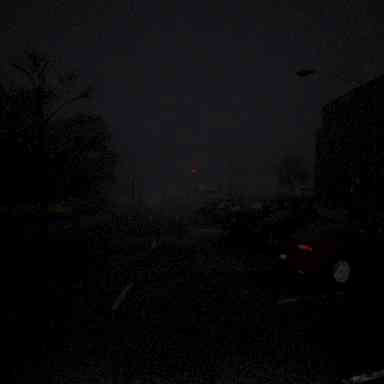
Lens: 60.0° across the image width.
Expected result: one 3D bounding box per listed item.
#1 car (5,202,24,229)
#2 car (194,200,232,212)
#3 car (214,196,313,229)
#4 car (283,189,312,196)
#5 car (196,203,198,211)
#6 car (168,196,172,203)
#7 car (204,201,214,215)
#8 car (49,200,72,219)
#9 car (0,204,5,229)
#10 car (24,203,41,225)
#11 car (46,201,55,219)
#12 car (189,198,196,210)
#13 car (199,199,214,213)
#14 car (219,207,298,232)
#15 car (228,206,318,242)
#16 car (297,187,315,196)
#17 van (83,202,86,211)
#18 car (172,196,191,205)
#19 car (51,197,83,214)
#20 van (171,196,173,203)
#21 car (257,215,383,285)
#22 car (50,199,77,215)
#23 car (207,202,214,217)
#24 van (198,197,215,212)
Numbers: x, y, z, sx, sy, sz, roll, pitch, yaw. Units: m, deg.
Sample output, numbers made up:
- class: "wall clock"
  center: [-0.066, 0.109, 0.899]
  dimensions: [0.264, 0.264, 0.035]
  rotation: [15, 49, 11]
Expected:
- class: "car"
  center: [-13.960, 1.589, 22.013]
  dimensions: [4.553, 1.767, 2.185]
  rotation: [-1, 0, -22]
- class: "car"
  center: [2.934, 1.914, 45.722]
  dimensions: [4.792, 1.488, 2.163]
  rotation: [1, -1, -25]
- class: "car"
  center: [4.420, 1.391, 18.606]
  dimensions: [5.566, 2.045, 2.435]
  rotation: [1, 0, -22]
- class: "car"
  center: [17.720, 0.705, 57.737]
  dimensions: [2.002, 1.452, 4.674]
  rotation: [-6, 3, -30]
- class: "car"
  center: [3.282, 1.701, 39.744]
  dimensions: [4.553, 1.767, 2.185]
  rotation: [1, 0, -25]
- class: "car"
  center: [-2.756, 2.210, 89.230]
  dimensions: [5.566, 2.045, 2.435]
  rotation: [1, 0, -30]
- class: "car"
  center: [3.863, 1.787, 30.692]
  dimensions: [4.674, 1.452, 2.002]
  rotation: [1, -1, -24]
- class: "car"
  center: [-14.308, 1.793, 30.951]
  dimensions: [5.366, 1.575, 1.946]
  rotation: [-1, -1, -23]
- class: "car"
  center: [-14.031, 1.686, 18.971]
  dimensions: [5.366, 1.575, 1.946]
  rotation: [-1, 0, -22]
- class: "car"
  center: [-14.128, 1.782, 24.960]
  dimensions: [4.674, 1.452, 2.002]
  rotation: [-1, 0, -23]
- class: "car"
  center: [-14.292, 1.810, 27.916]
  dimensions: [4.674, 1.452, 2.002]
  rotation: [-1, 0, -23]
- class: "car"
  center: [2.840, 1.847, 42.663]
  dimensions: [5.366, 1.575, 1.946]
  rotation: [1, 0, -25]
- class: "car"
  center: [3.688, 1.775, 33.705]
  dimensions: [4.892, 1.521, 2.231]
  rotation: [1, 0, -24]
- class: "car"
  center: [4.321, 1.709, 21.642]
  dimensions: [4.674, 1.452, 2.002]
  rotation: [1, -1, -23]
- class: "car"
  center: [4.545, 1.617, 15.599]
  dimensions: [5.008, 1.535, 2.097]
  rotation: [1, 0, -22]
- class: "car"
  center: [20.672, 0.130, 58.224]
  dimensions: [2.435, 2.045, 5.566]
  rotation: [-6, 3, -30]
- class: "van"
  center: [-15.017, 1.653, 39.785]
  dimensions: [4.442, 1.987, 1.878]
  rotation: [-1, -1, -24]
- class: "car"
  center: [-1.757, 2.292, 83.297]
  dimensions: [4.553, 1.767, 2.185]
  rotation: [1, -1, -30]
- class: "car"
  center: [-14.857, 1.727, 36.794]
  dimensions: [4.553, 1.767, 2.185]
  rotation: [-1, 0, -24]
- class: "van"
  center: [-2.321, 2.213, 86.222]
  dimensions: [4.442, 1.987, 1.878]
  rotation: [1, 0, -30]
- class: "car"
  center: [4.674, 1.565, 9.562]
  dimensions: [5.008, 1.535, 2.097]
  rotation: [1, -1, -21]
- class: "car"
  center: [-14.842, 1.824, 33.752]
  dimensions: [5.366, 1.575, 1.946]
  rotation: [-1, 0, -24]
- class: "car"
  center: [4.040, 1.761, 27.673]
  dimensions: [4.674, 1.452, 2.002]
  rotation: [1, 0, -23]
- class: "van"
  center: [3.373, 1.572, 36.670]
  dimensions: [4.442, 1.987, 1.878]
  rotation: [1, 0, -24]
